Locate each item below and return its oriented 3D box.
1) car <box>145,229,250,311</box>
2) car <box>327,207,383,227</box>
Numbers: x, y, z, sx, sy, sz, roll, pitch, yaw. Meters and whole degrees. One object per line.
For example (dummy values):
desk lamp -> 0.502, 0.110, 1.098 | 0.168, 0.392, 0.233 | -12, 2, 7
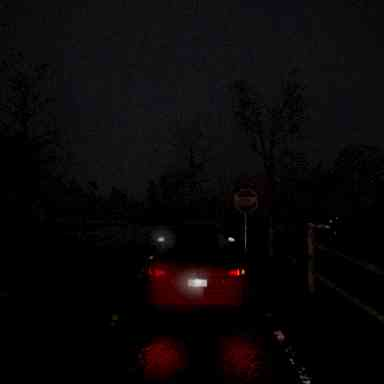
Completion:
car -> 0.100, 1.562, 7.821 | 1.994, 1.385, 4.181 | 0, 0, 0
car -> 12.845, 1.828, 24.366 | 5.357, 1.411, 2.033 | 1, 1, 0
